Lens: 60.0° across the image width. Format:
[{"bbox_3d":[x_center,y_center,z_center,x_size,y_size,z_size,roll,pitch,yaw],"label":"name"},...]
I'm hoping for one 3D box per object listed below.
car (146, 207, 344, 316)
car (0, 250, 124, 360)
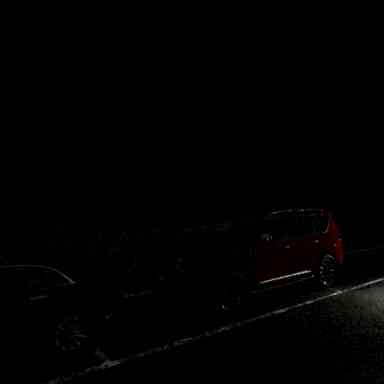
[{"bbox_3d":[1.471,1.315,7.679,5.009,1.841,2.192,0,0,-35],"label":"car"},{"bbox_3d":[-3.105,1.551,4.434,4.403,1.369,2.008,0,0,-35],"label":"car"}]
